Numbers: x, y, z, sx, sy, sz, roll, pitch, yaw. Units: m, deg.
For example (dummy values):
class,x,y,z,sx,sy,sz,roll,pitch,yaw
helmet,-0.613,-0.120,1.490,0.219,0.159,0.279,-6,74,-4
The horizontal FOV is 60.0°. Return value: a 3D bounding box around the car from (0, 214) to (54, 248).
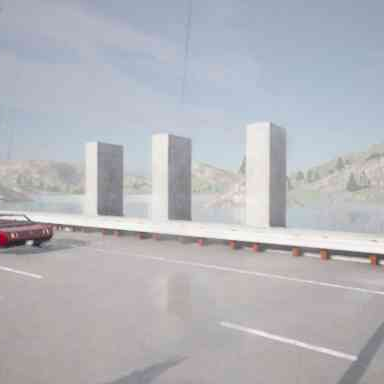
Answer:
class,x,y,z,sx,sy,sz,roll,pitch,yaw
car,-7.663,1.497,12.973,4.718,1.301,1.895,0,0,31
